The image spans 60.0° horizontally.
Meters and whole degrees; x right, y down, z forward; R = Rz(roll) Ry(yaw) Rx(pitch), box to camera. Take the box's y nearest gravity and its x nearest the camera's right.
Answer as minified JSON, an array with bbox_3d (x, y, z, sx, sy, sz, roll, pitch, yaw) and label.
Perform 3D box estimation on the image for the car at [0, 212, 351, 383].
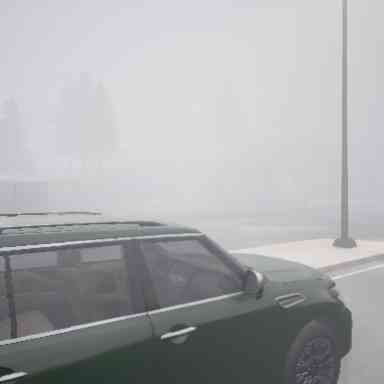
[{"bbox_3d":[-0.787,1.224,3.185,5.566,2.045,2.150,0,0,-35],"label":"car"}]
